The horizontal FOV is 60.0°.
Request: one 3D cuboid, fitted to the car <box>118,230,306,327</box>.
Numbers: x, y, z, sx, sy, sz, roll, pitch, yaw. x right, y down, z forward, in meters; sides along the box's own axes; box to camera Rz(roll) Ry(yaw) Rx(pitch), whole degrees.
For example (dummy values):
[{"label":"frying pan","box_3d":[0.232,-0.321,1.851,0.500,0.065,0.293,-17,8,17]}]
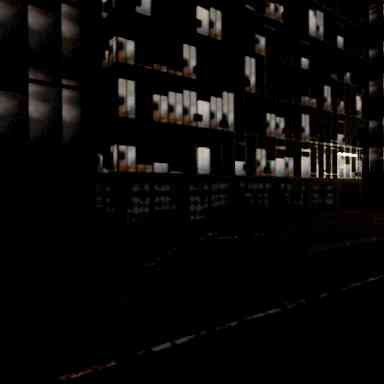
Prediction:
[{"label":"car","box_3d":[0.624,1.534,7.008,4.313,1.339,1.947,-1,0,-36]}]
